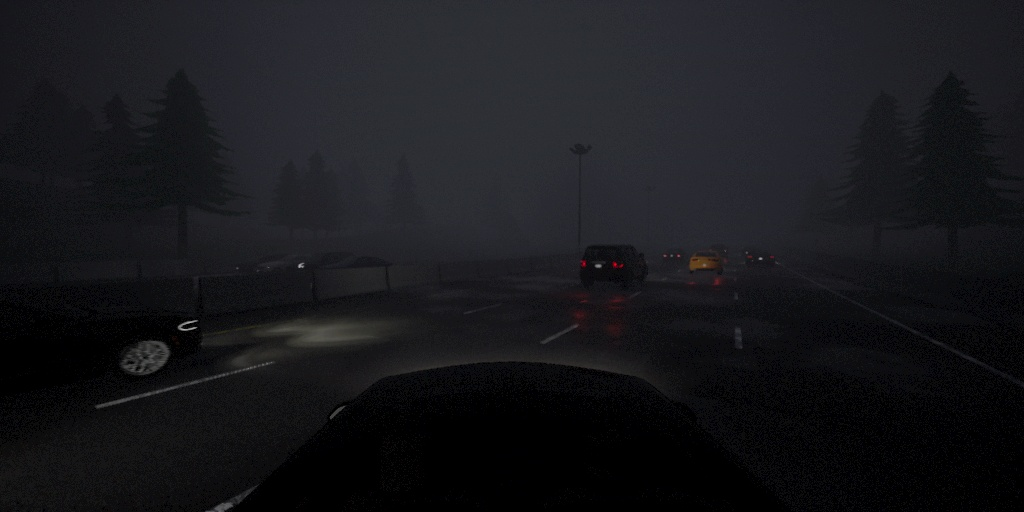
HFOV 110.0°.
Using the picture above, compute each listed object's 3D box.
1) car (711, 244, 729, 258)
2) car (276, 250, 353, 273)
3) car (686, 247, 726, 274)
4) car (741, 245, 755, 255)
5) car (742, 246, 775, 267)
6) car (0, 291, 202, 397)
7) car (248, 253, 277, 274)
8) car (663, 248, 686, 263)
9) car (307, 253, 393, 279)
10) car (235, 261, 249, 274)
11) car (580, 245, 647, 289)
[{"bbox_3d":[25.550,-0.720,44.384,2.097,1.767,4.553,1,3,32],"label":"car"},{"bbox_3d":[-12.250,0.485,23.464,2.097,1.767,4.553,1,2,32],"label":"car"},{"bbox_3d":[13.783,0.362,25.303,1.882,1.535,5.008,1,3,32],"label":"car"},{"bbox_3d":[30.915,-0.687,46.421,1.994,1.385,4.181,1,3,32],"label":"car"},{"bbox_3d":[21.542,0.131,31.222,1.994,1.385,4.181,1,3,32],"label":"car"},{"bbox_3d":[-7.222,1.164,4.566,1.882,1.535,5.008,1,2,32],"label":"car"},{"bbox_3d":[-15.264,0.616,25.248,1.812,1.442,4.674,1,2,32],"label":"car"},{"bbox_3d":[16.807,-0.073,36.878,2.033,1.411,5.357,1,3,32],"label":"car"},{"bbox_3d":[-9.301,0.705,21.584,1.812,1.442,4.674,1,2,32],"label":"car"},{"bbox_3d":[-18.092,0.542,27.329,1.837,1.490,4.892,1,2,32],"label":"car"},{"bbox_3d":[5.227,0.437,18.087,2.150,2.045,5.566,1,2,32],"label":"car"}]
